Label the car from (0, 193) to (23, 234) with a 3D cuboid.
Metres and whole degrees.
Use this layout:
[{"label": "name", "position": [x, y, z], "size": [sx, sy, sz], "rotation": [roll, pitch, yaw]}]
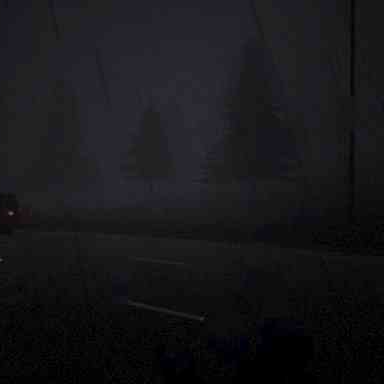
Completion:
[{"label": "car", "position": [-10.967, 1.057, 16.087], "size": [5.566, 2.045, 2.150], "rotation": [0, 0, 15]}]
